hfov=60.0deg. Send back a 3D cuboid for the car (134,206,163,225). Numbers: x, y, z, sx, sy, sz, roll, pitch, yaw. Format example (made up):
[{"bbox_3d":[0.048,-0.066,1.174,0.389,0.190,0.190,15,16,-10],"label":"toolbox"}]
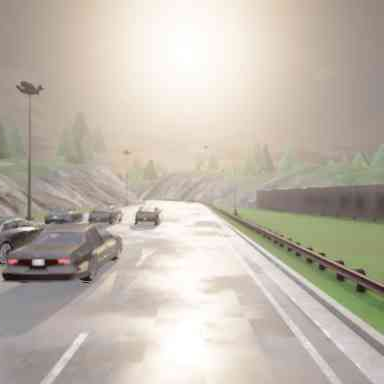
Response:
[{"bbox_3d":[-3.478,1.853,27.271,2.128,1.511,4.902,0,-1,1],"label":"car"}]

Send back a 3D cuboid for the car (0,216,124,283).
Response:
[{"bbox_3d":[-3.488,1.682,10.090,2.033,1.411,5.357,0,-1,0],"label":"car"}]

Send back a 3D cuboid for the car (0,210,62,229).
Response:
[{"bbox_3d":[-6.967,1.655,12.267,2.128,1.511,4.902,0,-1,1],"label":"car"}]

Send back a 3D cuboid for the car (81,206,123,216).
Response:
[{"bbox_3d":[-6.978,1.853,27.268,2.128,1.511,4.902,0,-1,1],"label":"car"}]

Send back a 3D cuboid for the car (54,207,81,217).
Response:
[{"bbox_3d":[-10.473,1.929,27.541,1.994,1.385,4.181,0,-1,0],"label":"car"}]
